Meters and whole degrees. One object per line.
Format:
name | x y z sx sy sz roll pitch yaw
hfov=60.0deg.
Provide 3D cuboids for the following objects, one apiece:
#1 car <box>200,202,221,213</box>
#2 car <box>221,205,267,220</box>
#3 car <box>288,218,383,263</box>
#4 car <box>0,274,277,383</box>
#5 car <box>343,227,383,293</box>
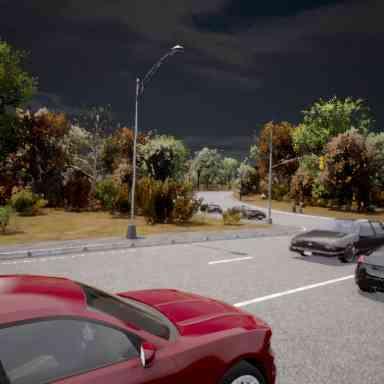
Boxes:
car | 2.508 2.079 44.727 1.994 1.385 4.181 3 0 -19
car | 5.749 2.175 36.024 2.033 1.411 5.357 3 -1 -26
car | 6.045 1.717 12.598 5.357 1.411 2.033 2 -1 -35
car | -1.413 1.479 2.737 5.008 1.535 1.882 0 0 -36
car | 5.734 1.664 7.893 4.181 1.385 1.994 1 -1 -35
